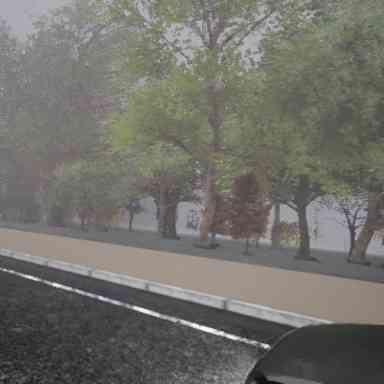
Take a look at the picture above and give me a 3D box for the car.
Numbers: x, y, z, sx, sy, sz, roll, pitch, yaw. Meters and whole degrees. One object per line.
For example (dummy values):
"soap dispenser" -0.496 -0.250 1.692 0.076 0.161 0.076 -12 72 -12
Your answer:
"car" 2.334 1.570 2.019 4.181 1.385 1.994 1 0 36
